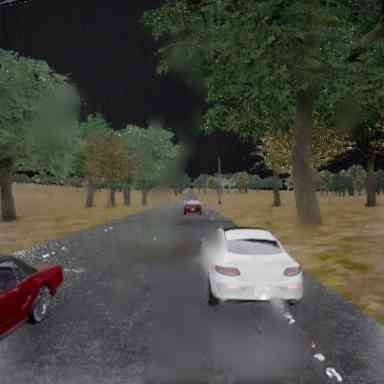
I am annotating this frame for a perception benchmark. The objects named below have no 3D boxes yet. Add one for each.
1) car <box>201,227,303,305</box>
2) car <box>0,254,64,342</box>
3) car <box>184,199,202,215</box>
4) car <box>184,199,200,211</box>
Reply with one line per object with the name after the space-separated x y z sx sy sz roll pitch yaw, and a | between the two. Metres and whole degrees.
1.226 1.560 8.028 1.812 1.442 4.674 0 0 0 | car
-3.500 1.619 4.436 1.895 1.301 4.718 0 0 0 | car
0.090 1.640 36.627 1.882 1.535 5.008 0 0 0 | car
0.011 1.757 46.691 2.128 1.511 4.902 0 -1 0 | car
